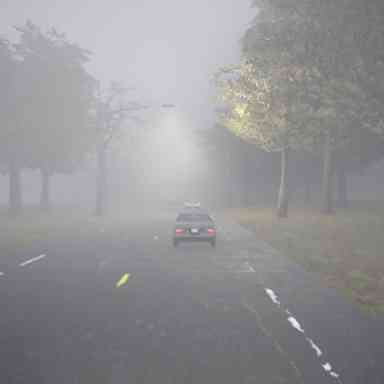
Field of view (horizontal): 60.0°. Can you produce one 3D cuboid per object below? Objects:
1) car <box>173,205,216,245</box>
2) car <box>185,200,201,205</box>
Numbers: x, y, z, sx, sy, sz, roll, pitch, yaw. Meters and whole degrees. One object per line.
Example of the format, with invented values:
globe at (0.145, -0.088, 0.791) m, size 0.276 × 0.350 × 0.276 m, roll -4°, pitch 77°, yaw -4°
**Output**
car at (0.101, 1.541, 15.363) m, size 2.033 × 1.411 × 5.357 m, roll 0°, pitch 0°, yaw 0°
car at (0.086, 1.578, 40.961) m, size 1.895 × 1.301 × 4.718 m, roll 0°, pitch 0°, yaw 0°
